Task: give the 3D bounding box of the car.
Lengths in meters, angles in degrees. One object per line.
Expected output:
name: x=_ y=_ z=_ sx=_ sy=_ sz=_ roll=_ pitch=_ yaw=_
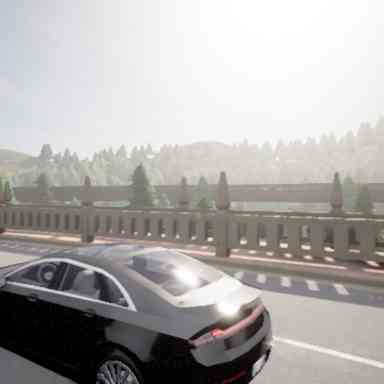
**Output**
car: x=-1.357 y=1.486 z=4.627 sx=4.902 sy=1.511 sz=2.128 roll=0 pitch=0 yaw=33
